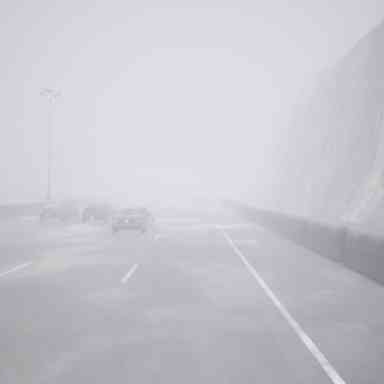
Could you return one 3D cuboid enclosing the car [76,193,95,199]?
[{"bbox_3d":[-20.979,1.044,67.012,2.128,1.511,4.902,0,1,0],"label":"car"}]

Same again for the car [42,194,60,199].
[{"bbox_3d":[-27.979,1.024,67.847,2.033,1.411,5.357,0,1,0],"label":"car"}]

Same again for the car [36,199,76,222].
[{"bbox_3d":[-10.391,1.535,26.260,1.812,1.442,4.674,0,0,0],"label":"car"}]

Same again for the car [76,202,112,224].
[{"bbox_3d":[-6.891,1.519,25.241,1.837,1.490,4.892,0,0,0],"label":"car"}]

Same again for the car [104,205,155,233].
[{"bbox_3d":[-3.394,1.577,19.777,2.033,1.411,5.357,0,0,0],"label":"car"}]

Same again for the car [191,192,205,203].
[{"bbox_3d":[1.244,1.129,59.827,1.882,1.535,5.008,0,1,0],"label":"car"}]

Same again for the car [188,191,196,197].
[{"bbox_3d":[0.029,0.486,91.475,2.033,1.411,5.357,0,1,0],"label":"car"}]

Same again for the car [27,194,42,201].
[{"bbox_3d":[-31.479,1.073,67.016,1.994,1.385,4.181,0,1,0],"label":"car"}]

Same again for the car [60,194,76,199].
[{"bbox_3d":[-24.479,1.079,67.817,1.895,1.301,4.718,0,1,0],"label":"car"}]

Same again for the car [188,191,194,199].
[{"bbox_3d":[0.024,0.873,76.686,1.994,1.385,4.181,0,1,0],"label":"car"}]
